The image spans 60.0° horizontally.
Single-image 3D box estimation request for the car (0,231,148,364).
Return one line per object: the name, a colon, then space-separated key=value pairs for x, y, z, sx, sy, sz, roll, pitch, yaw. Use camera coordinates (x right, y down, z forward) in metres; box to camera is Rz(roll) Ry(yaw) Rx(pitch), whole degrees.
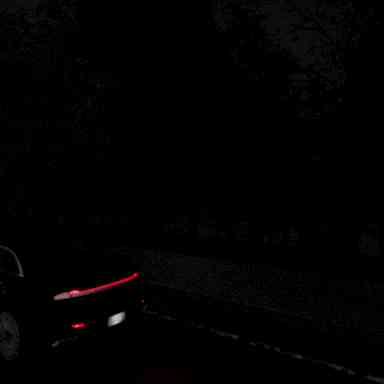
car: x=-2.967 y=1.439 z=5.804 sx=4.902 sy=1.511 sz=2.128 roll=1 pitch=0 yaw=36
